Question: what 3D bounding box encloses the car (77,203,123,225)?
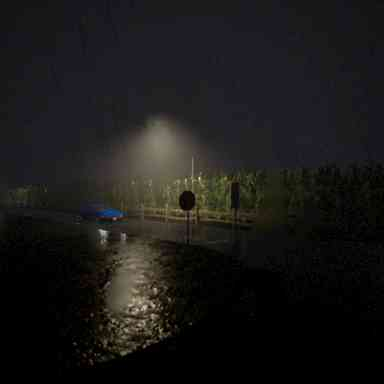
[{"bbox_3d":[-7.127,1.642,25.501,1.882,1.535,5.008,1,-1,-41],"label":"car"}]
